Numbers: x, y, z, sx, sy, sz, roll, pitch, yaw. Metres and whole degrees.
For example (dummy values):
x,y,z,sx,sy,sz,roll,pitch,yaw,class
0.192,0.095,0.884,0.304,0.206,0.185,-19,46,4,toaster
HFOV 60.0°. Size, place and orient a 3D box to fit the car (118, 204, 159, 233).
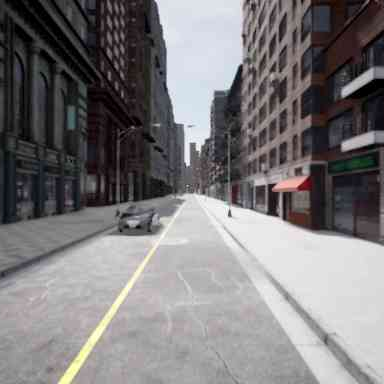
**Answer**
x,y,z,sx,sy,sz,roll,pitch,yaw,class
-3.030,1.482,19.584,2.128,1.511,4.902,0,0,1,car
